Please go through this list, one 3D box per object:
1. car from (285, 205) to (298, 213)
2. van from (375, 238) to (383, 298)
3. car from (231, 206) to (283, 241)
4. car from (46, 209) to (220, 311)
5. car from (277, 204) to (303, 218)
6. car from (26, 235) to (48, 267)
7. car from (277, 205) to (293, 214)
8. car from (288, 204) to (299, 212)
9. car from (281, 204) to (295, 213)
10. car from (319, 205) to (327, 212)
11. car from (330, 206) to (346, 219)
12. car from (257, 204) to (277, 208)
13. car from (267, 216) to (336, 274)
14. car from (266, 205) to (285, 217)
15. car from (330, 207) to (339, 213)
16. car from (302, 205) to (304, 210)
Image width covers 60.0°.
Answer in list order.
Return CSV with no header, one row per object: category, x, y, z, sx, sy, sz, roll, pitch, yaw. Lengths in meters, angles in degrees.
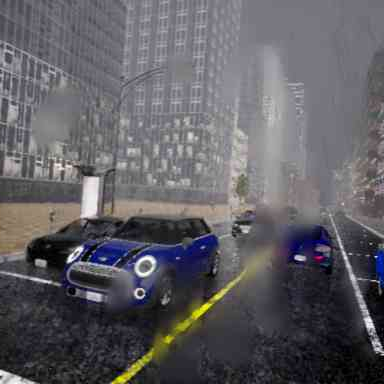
car,19.869,3.277,66.506,2.008,1.369,4.403,4,0,22
van,4.957,1.715,6.931,1.690,1.788,3.998,4,0,22
car,3.704,1.839,19.323,2.128,1.511,4.902,4,0,22
car,-0.859,1.326,7.962,2.097,1.767,4.553,4,0,22
car,11.004,2.473,37.342,1.812,1.442,4.674,4,0,22
car,-2.814,1.414,10.065,1.947,1.339,4.313,4,0,22
car,15.746,2.932,56.245,2.008,1.369,4.403,4,0,22
car,21.931,3.445,71.637,1.887,1.381,4.507,4,0,22
car,17.815,2.994,61.377,1.967,1.590,4.097,4,0,22
car,34.318,4.457,87.243,1.895,1.301,4.718,4,0,22
car,23.500,3.457,53.110,2.008,1.369,4.403,4,0,22
car,7.505,2.134,35.720,1.967,1.590,4.097,4,0,22
car,4.093,1.865,12.014,1.812,1.442,4.674,4,0,22
car,11.560,2.556,45.825,1.752,1.417,4.829,4,0,22
car,35.868,4.535,83.897,1.802,1.307,4.206,4,0,22
car,25.993,3.771,81.742,1.752,1.417,4.829,4,0,22
